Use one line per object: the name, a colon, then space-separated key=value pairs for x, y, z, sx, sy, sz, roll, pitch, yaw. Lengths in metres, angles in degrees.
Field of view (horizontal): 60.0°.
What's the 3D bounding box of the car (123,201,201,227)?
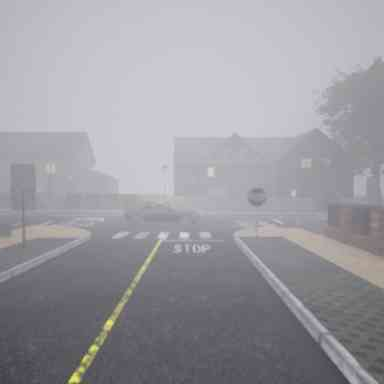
car: x=-1.882 y=1.360 z=21.017 sx=4.902 sy=1.511 sz=2.128 roll=1 pitch=2 yaw=-1
